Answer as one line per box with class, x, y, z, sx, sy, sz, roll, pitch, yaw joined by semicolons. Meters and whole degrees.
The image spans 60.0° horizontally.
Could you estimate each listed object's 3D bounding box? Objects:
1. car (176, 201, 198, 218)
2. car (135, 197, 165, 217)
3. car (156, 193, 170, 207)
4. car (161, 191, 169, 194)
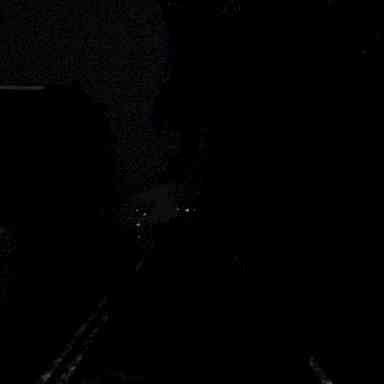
car;-0.457;1.503;29.365;2.033;1.411;5.357;0;0;-2
car;-4.013;1.493;31.112;2.033;1.411;5.357;0;0;0
car;-4.564;1.332;47.563;1.812;1.442;4.674;0;1;-2
car;-5.215;0.689;62.979;1.837;1.490;4.892;0;1;-3
